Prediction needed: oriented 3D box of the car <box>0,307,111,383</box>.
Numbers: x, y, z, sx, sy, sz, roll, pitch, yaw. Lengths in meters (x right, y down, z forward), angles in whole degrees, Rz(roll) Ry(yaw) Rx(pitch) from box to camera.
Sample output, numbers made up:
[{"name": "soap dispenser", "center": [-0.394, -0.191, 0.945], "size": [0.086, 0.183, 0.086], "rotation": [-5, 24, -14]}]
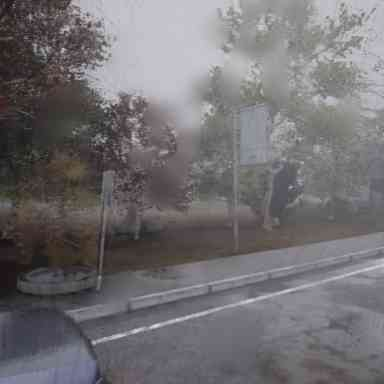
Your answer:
[{"name": "car", "center": [-3.142, 1.543, 1.742], "size": [5.357, 1.411, 2.033], "rotation": [0, 0, -35]}]
